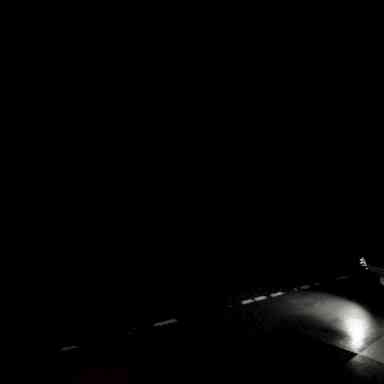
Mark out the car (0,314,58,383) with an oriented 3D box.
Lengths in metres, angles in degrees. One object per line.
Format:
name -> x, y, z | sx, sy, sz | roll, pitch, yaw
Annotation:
car -> -3.427, 1.541, 1.491 | 5.357, 1.411, 2.033 | 0, 0, -36

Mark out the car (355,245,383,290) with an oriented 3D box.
car -> 5.804, 1.514, 7.811 | 4.674, 1.442, 1.812 | 0, 0, -33
